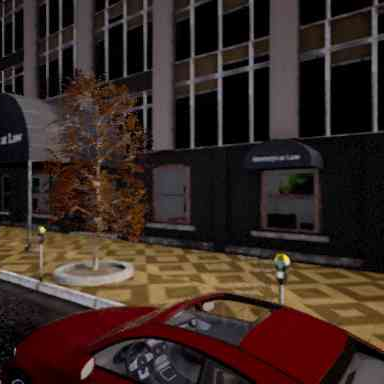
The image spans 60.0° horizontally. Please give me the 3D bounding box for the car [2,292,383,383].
[{"bbox_3d":[0.078,1.579,2.820,4.206,1.307,1.802,0,0,36],"label":"car"}]
